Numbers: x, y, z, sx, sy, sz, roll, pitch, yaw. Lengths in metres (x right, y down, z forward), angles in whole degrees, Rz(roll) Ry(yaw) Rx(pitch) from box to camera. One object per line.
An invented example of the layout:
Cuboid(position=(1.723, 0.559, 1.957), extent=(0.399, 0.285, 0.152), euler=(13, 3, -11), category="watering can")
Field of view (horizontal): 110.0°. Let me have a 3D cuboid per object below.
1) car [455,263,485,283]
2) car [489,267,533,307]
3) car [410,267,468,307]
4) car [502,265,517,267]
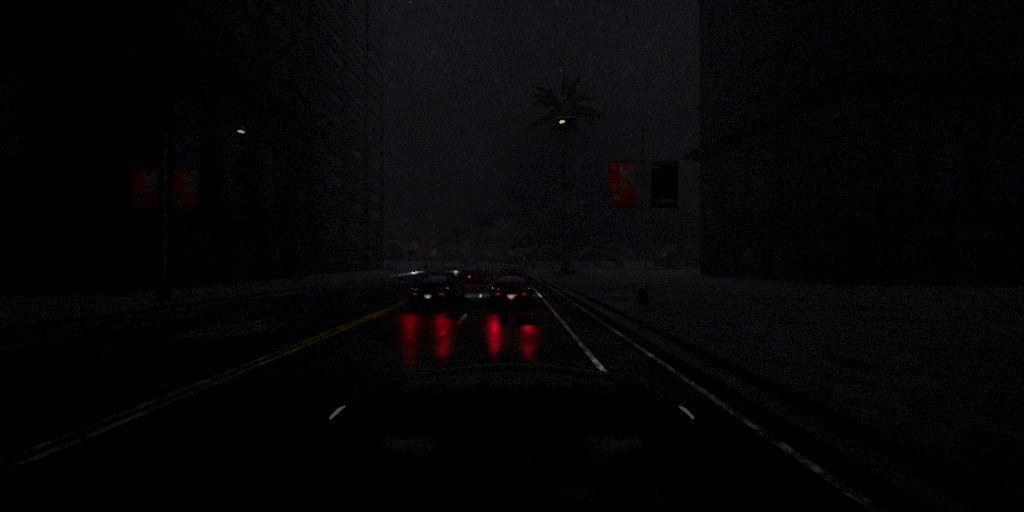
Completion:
Cuboid(position=(-3.480, 1.533, 31.421), extent=(1.882, 1.535, 5.008), euler=(0, 0, -1), category="car")
Cuboid(position=(-0.049, 1.421, 16.344), extent=(1.812, 1.442, 4.674), euler=(0, 0, 0), category="car")
Cuboid(position=(-3.299, 1.421, 16.303), extent=(1.812, 1.442, 4.674), euler=(0, 0, 0), category="car")
Cuboid(position=(-0.229, 1.546, 31.287), extent=(2.128, 1.511, 4.902), euler=(0, -1, -1), category="car")
